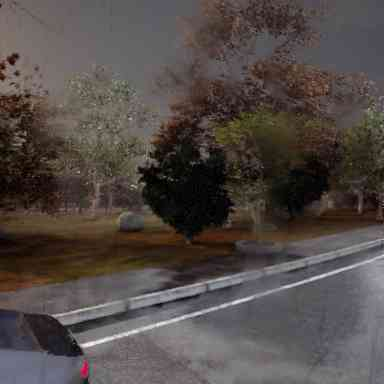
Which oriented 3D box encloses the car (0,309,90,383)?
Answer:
[{"bbox_3d":[-2.810,1.581,2.119,4.181,1.385,1.994,0,0,-36],"label":"car"}]
